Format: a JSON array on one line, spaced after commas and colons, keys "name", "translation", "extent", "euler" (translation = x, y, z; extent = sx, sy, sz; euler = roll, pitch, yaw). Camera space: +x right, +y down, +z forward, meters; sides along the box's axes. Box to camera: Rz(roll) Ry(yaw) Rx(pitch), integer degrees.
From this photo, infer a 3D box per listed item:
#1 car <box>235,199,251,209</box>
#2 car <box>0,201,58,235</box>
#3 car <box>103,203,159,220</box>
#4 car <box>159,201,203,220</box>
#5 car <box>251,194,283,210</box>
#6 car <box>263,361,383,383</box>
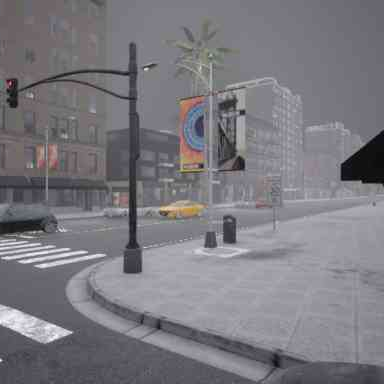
[{"name": "car", "translation": [7.864, 1.675, 47.319], "extent": [1.895, 1.301, 4.718], "euler": [0, 0, 36]}, {"name": "car", "translation": [-9.420, 1.363, 17.231], "extent": [2.097, 1.767, 4.553], "euler": [0, 0, 35]}, {"name": "car", "translation": [-5.336, 1.627, 28.660], "extent": [1.895, 1.301, 4.718], "euler": [0, 0, 35]}, {"name": "car", "translation": [-0.932, 1.513, 29.276], "extent": [1.882, 1.535, 5.008], "euler": [0, 0, 35]}, {"name": "car", "translation": [10.600, 1.302, 45.556], "extent": [2.150, 2.045, 5.566], "euler": [0, 0, 36]}, {"name": "car", "translation": [2.187, 1.551, 1.288], "extent": [4.403, 1.369, 2.008], "euler": [0, 0, 35]}]
